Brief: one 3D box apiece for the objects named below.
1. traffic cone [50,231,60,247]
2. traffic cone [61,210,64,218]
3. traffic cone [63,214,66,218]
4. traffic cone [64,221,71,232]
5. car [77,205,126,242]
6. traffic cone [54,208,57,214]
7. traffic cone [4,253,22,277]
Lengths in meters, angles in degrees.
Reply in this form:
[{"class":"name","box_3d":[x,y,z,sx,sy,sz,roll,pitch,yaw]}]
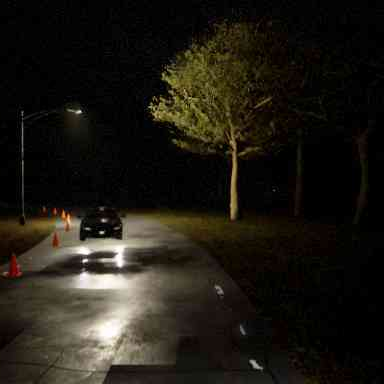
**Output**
[{"class":"traffic cone","box_3d":[-5.598,1.916,13.639,0.340,0.580,0.340,0,0,-12]},{"class":"traffic cone","box_3d":[-10.463,1.800,27.086,0.340,0.580,0.340,0,1,-27]},{"class":"traffic cone","box_3d":[-8.447,1.845,22.753,0.340,0.580,0.340,0,1,-22]},{"class":"traffic cone","box_3d":[-6.821,1.885,18.259,0.340,0.580,0.340,0,1,-17]},{"class":"car","box_3d":[-4.408,1.444,16.259,1.837,1.490,4.892,0,0,-16]},{"class":"traffic cone","box_3d":[-12.854,1.759,31.225,0.340,0.580,0.340,-1,1,-33]},{"class":"traffic cone","box_3d":[-4.787,1.938,8.929,0.340,0.580,0.340,0,0,-7]}]
